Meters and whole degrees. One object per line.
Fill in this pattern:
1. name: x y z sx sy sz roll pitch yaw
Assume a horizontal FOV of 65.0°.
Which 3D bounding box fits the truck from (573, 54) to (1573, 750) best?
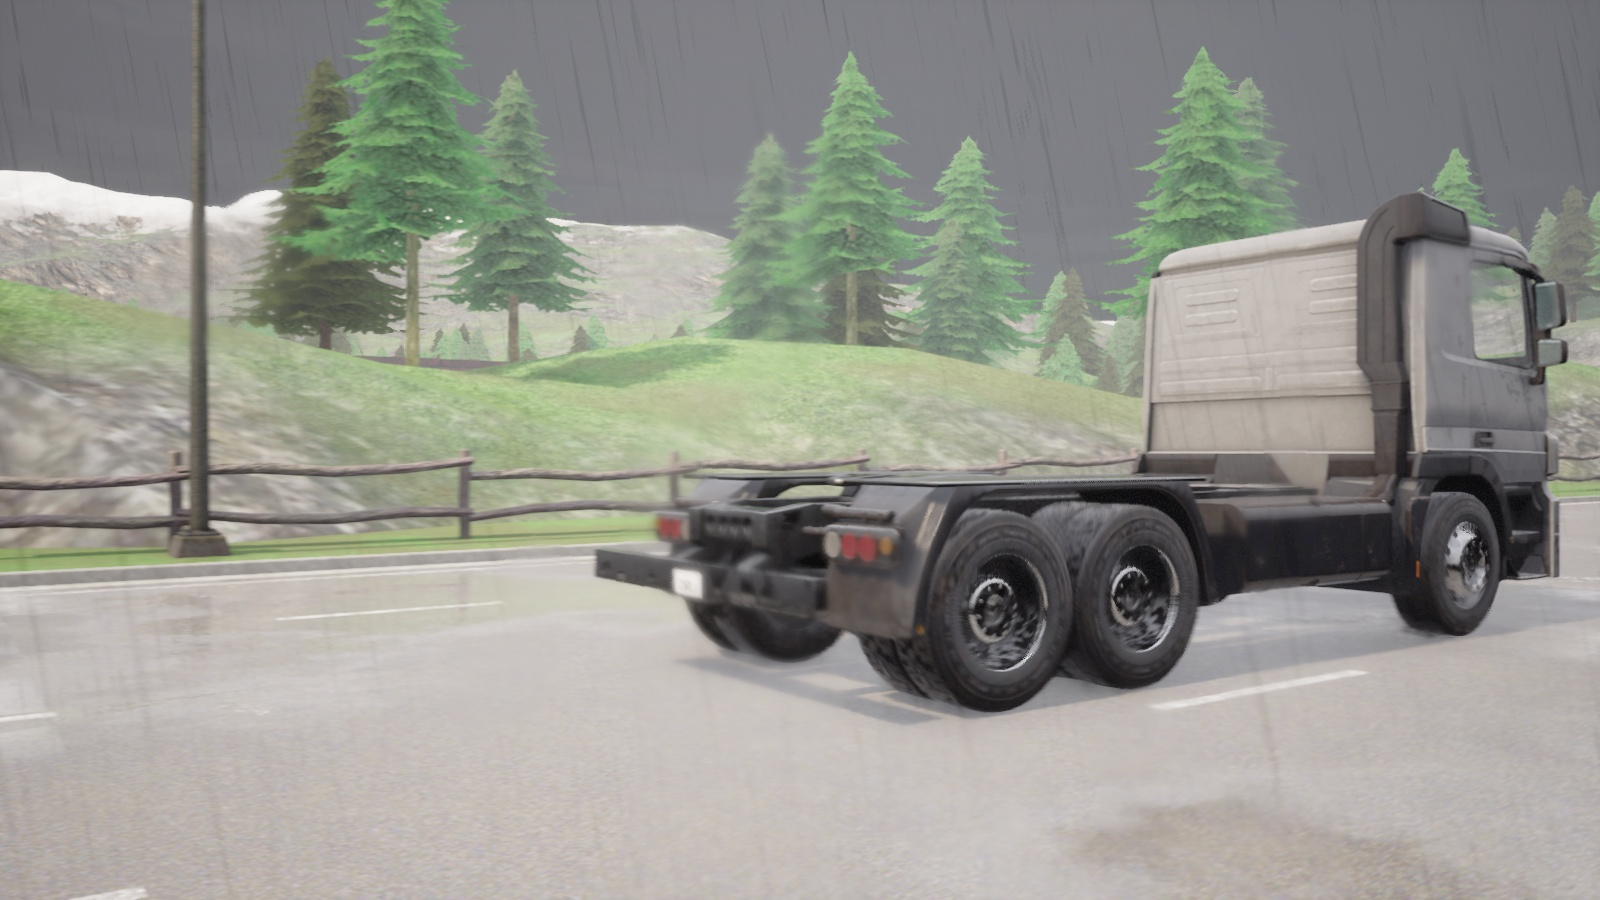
1. truck: 2.539 -0.254 9.695 7.936 3.462 2.891 0 0 -35
